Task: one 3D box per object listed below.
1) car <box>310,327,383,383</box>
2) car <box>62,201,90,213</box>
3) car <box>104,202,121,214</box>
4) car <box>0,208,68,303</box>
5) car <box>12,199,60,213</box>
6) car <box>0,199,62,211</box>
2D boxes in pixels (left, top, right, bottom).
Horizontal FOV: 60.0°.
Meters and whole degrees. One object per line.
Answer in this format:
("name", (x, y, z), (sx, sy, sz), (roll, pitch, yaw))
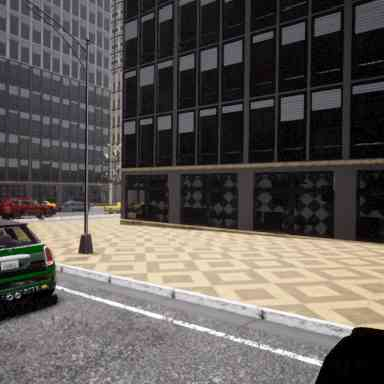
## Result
("car", (2.966, 1.601, 1.565), (4.718, 1.301, 1.895), (0, 0, 36))
("car", (-14.566, 1.748, 40.422), (1.994, 1.385, 4.181), (1, 0, 37))
("car", (-8.150, 1.829, 39.372), (1.752, 1.417, 4.829), (1, 0, 37))
("car", (-5.033, 1.348, 7.283), (4.553, 1.767, 2.097), (0, 0, 36))
("car", (-18.444, 1.641, 39.553), (1.752, 1.417, 4.829), (1, 0, 37))
("car", (-14.963, 1.518, 30.172), (2.192, 1.841, 5.009), (1, 0, 37))
